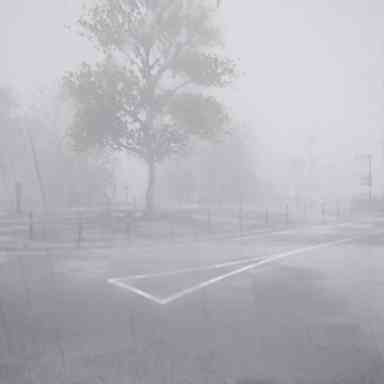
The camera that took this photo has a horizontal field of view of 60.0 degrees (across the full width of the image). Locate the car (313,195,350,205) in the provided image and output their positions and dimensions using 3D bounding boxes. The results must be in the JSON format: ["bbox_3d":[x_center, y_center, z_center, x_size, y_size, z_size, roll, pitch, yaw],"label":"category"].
[{"bbox_3d":[23.601,1.292,56.391,1.946,1.575,5.366,2,-1,-41],"label":"car"}]

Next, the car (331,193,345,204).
[{"bbox_3d":[21.604,1.231,54.634,1.946,1.575,5.366,2,-1,-41],"label":"car"}]

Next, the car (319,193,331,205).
[{"bbox_3d":[17.459,0.873,50.698,2.435,2.045,5.566,1,0,-42],"label":"car"}]

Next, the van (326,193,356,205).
[{"bbox_3d":[25.902,1.141,58.013,1.878,1.987,4.442,2,-1,-41],"label":"van"}]

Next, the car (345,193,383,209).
[{"bbox_3d":[19.860,0.956,36.502,2.185,1.767,4.553,1,0,-42],"label":"car"}]

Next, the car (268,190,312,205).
[{"bbox_3d":[13.375,0.802,47.071,2.435,2.045,5.566,1,0,-42],"label":"car"}]

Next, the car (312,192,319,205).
[{"bbox_3d":[15.353,1.087,48.859,2.231,1.521,4.892,1,0,-42],"label":"car"}]
